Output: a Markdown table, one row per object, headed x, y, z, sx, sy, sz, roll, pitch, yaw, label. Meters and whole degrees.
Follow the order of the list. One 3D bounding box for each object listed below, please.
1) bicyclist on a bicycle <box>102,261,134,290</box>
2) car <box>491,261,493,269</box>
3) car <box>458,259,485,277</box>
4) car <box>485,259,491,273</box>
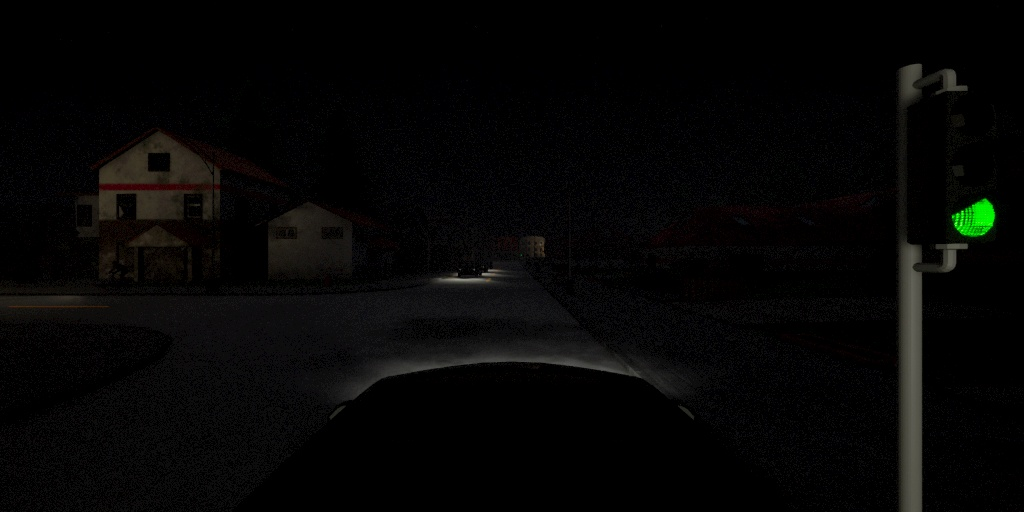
| x | y | z | sx | sy | sz | roll | pitch | yaw | label |
| --- | --- | --- | --- | --- | --- | --- | --- | --- | --- |
| -22.523 | 1.101 | 20.509 | 0.582 | 1.620 | 1.656 | 0 | 0 | 0 | bicyclist on a bicycle |
| -4.027 | 1.233 | 55.430 | 1.882 | 1.535 | 5.008 | 0 | 0 | 0 | car |
| -4.085 | 1.231 | 35.276 | 1.882 | 1.535 | 5.008 | 0 | 0 | 2 | car |
| -4.055 | 1.232 | 44.931 | 1.882 | 1.535 | 5.008 | 0 | 0 | 0 | car |
